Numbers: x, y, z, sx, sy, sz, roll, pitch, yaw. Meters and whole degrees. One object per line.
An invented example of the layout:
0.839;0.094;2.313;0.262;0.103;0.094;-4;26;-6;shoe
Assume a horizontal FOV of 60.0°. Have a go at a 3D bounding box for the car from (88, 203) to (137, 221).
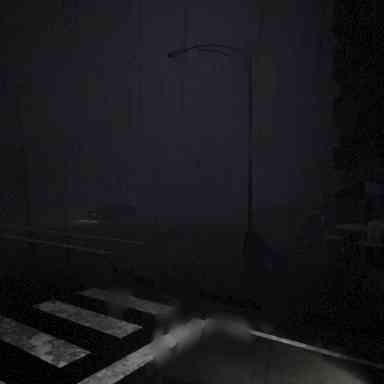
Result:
-6.723;1.619;28.453;1.994;1.385;4.181;0;0;36;car
